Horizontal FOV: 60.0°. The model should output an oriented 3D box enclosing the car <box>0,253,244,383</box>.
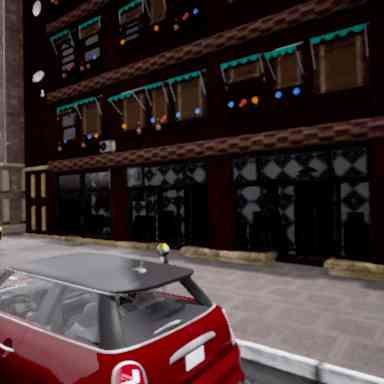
[{"bbox_3d":[-1.553,1.473,3.997,4.097,1.590,1.967,-1,-1,35],"label":"car"}]
